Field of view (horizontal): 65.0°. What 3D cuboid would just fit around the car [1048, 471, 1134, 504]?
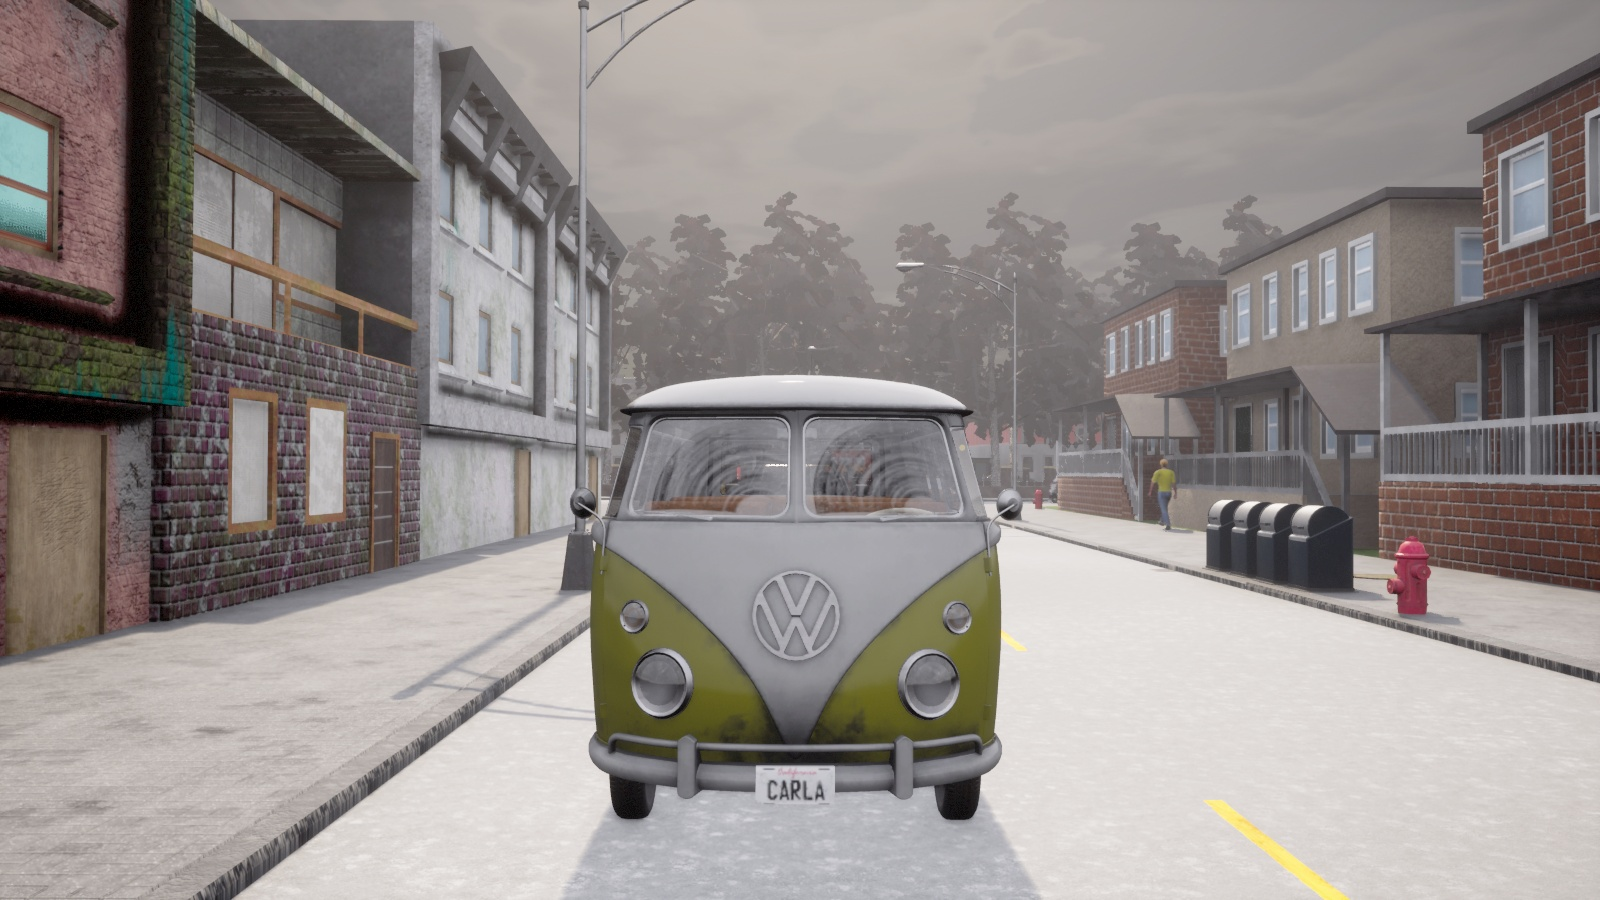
[{"bbox_3d":[13.878,1.777,59.964,3.633,1.501,1.845,0,-1,-1],"label":"car"}]

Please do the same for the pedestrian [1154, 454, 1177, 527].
[{"bbox_3d":[9.297,1.023,31.986,0.354,1.836,0.706,0,-1,-1],"label":"pedestrian"}]

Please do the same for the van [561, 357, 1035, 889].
[{"bbox_3d":[-0.016,0.684,6.936,1.775,1.987,4.442,0,-1,0],"label":"van"}]
